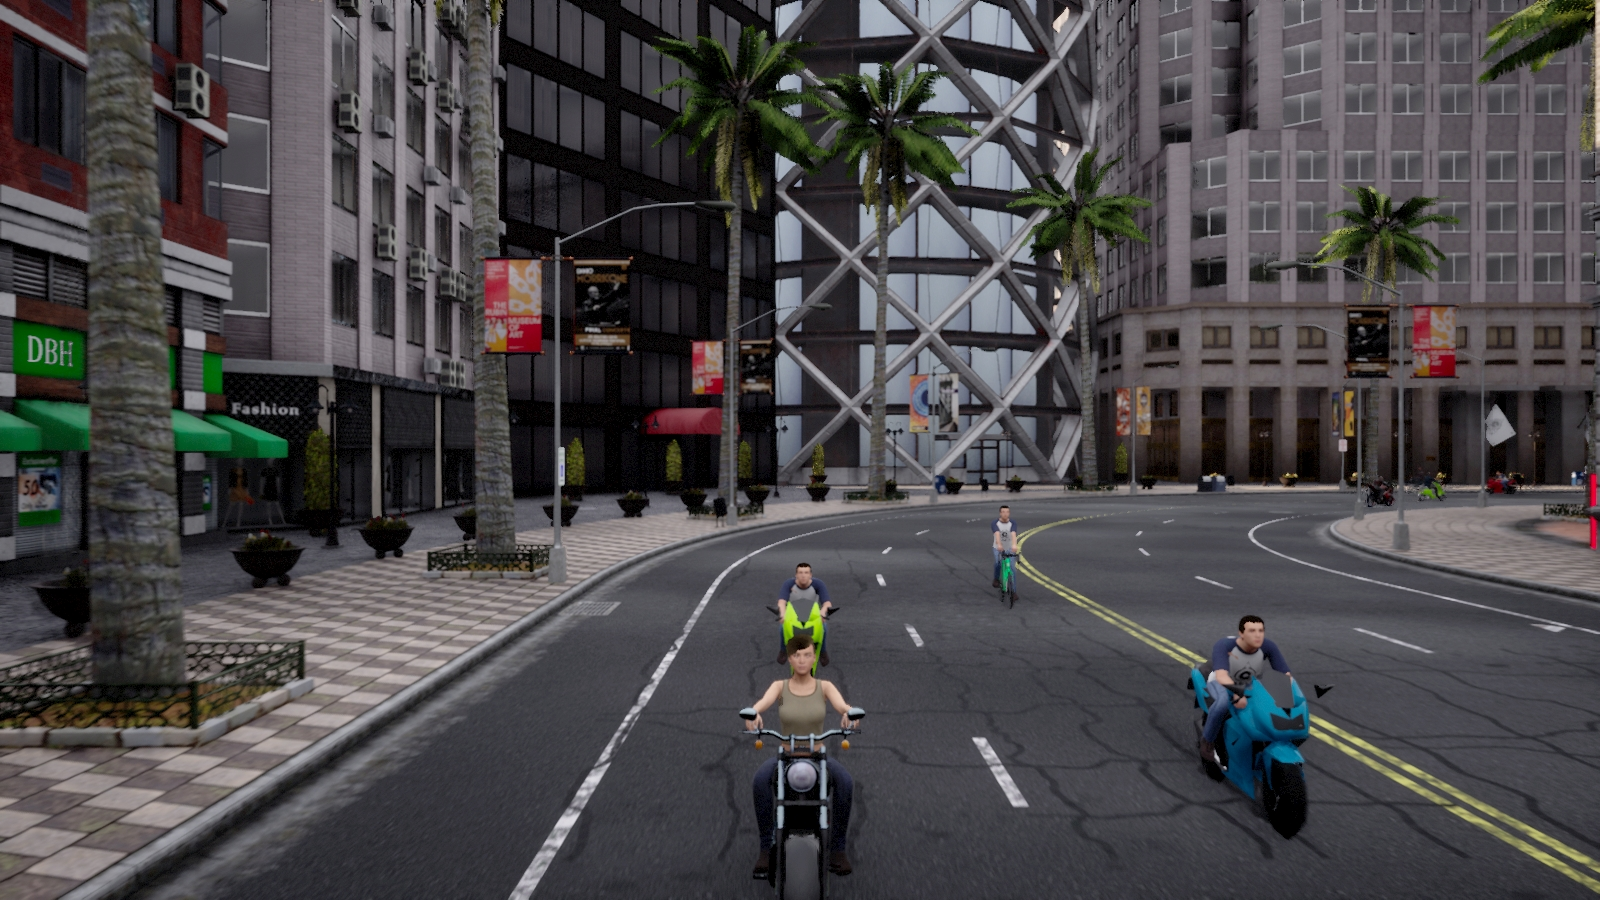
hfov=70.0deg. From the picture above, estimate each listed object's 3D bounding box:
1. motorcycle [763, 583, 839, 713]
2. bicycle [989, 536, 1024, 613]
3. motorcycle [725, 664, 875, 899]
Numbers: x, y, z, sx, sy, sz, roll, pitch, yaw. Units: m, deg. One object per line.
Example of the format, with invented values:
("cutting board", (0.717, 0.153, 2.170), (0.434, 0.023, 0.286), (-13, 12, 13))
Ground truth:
("motorcycle", (0.018, 2.214, 13.108), (0.803, 1.145, 2.033), (0, 0, 0))
("bicycle", (3.704, 2.208, 20.577), (0.373, 1.196, 1.643), (0, 1, 2))
("motorcycle", (0.003, 2.170, 6.994), (0.764, 1.277, 2.356), (0, 0, 0))
